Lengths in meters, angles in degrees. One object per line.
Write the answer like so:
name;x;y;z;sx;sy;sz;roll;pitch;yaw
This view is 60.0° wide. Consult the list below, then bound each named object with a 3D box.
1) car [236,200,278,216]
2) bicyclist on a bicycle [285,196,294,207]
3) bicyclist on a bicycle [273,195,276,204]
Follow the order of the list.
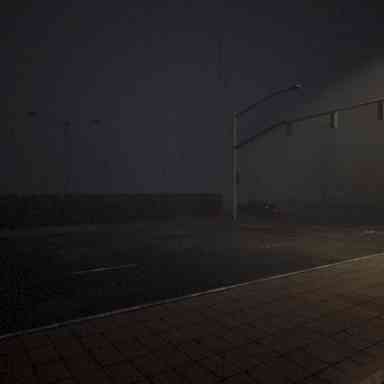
car;6.327;1.525;32.632;1.812;1.442;4.674;0;0;-35
bicyclist on a bicycle;14.378;1.453;49.104;1.656;1.620;0.582;0;0;-22
bicyclist on a bicycle;13.415;1.300;54.019;0.582;1.620;1.656;0;0;22
